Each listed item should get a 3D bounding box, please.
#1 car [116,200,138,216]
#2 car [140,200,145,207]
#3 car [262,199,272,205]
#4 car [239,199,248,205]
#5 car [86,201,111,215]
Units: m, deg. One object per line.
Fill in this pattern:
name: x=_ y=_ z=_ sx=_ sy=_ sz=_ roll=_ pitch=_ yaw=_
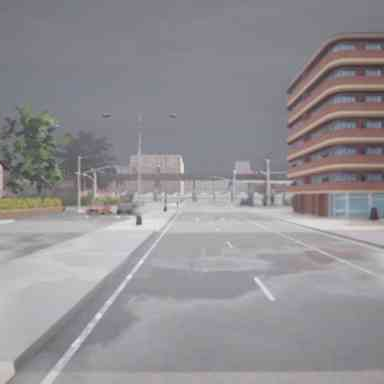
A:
car: x=-8.031 y=2.084 z=41.066 sx=1.837 sy=1.490 sz=4.892 roll=0 pitch=-1 yaw=1
car: x=-11.471 y=2.555 z=73.375 sx=2.128 sy=1.511 sz=4.902 roll=0 pitch=-1 yaw=0
car: x=18.989 y=2.635 z=84.423 sx=1.970 sy=1.475 sz=3.806 roll=0 pitch=-1 yaw=0
car: x=13.243 y=2.465 z=83.666 sx=2.242 sy=1.667 sz=4.611 roll=0 pitch=-1 yaw=0
car: x=-11.530 y=1.931 z=41.183 sx=2.097 sy=1.767 sz=4.553 roll=0 pitch=-1 yaw=0
